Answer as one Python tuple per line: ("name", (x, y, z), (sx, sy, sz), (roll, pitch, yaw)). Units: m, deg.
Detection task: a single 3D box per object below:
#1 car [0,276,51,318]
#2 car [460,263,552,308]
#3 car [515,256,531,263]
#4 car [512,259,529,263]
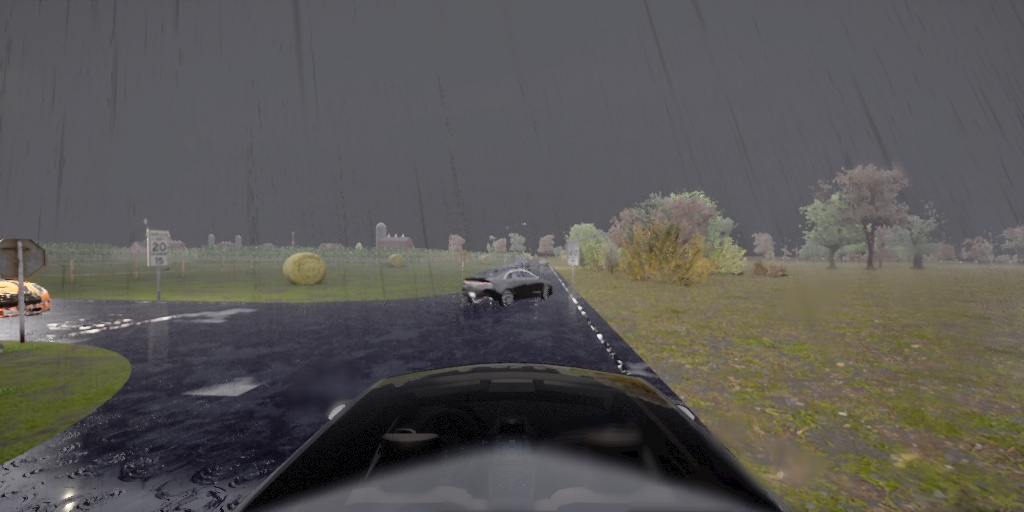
("car", (-16.511, 1.010, 10.408), (4.553, 1.767, 2.097), (0, 1, 4))
("car", (-0.063, 1.238, 15.387), (2.128, 1.511, 4.902), (1, 0, 37))
("car", (1.265, 0.995, 47.068), (2.150, 2.045, 5.566), (0, 0, 5))
("car", (0.347, 1.327, 36.574), (1.994, 1.385, 4.181), (0, 0, 5))
